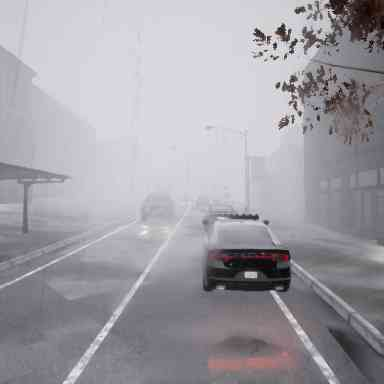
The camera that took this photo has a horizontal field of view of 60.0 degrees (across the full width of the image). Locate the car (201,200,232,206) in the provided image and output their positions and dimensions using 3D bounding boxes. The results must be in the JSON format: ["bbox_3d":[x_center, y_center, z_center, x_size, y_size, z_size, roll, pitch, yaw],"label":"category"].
[{"bbox_3d":[1.604,1.437,19.001,1.837,1.490,4.892,0,0,2],"label":"car"}]

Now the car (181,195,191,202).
[{"bbox_3d":[-1.195,1.335,67.488,1.895,1.301,4.718,0,0,2],"label":"car"}]

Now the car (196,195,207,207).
[{"bbox_3d":[1.569,1.392,45.902,1.895,1.301,4.718,0,0,2],"label":"car"}]

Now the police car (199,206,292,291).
[{"bbox_3d":[1.245,1.412,9.108,1.930,1.638,5.238,0,0,2],"label":"police car"}]

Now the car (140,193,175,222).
[{"bbox_3d":[-2.516,1.114,25.556,2.150,2.045,5.566,0,0,2],"label":"car"}]

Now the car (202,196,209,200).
[{"bbox_3d":[1.826,1.348,25.193,1.801,1.575,5.366,0,0,2],"label":"car"}]
